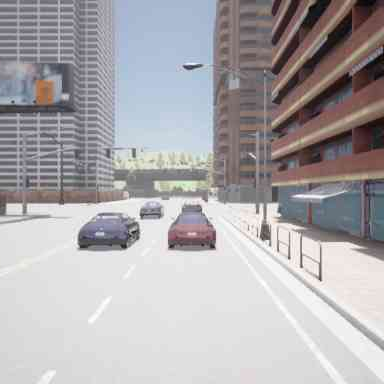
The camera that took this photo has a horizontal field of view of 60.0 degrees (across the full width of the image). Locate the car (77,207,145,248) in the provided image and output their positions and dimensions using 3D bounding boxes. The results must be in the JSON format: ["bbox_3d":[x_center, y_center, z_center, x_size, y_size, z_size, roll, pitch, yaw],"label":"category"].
[{"bbox_3d":[-3.500,1.569,14.650,1.994,1.385,4.181,0,0,0],"label":"car"}]

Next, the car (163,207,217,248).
[{"bbox_3d":[0.000,1.569,14.650,1.994,1.385,4.181,0,0,0],"label":"car"}]

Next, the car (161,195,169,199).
[{"bbox_3d":[-7.000,1.516,87.083,1.812,1.442,4.674,0,0,0],"label":"car"}]

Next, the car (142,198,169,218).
[{"bbox_3d":[-3.500,1.560,29.650,2.033,1.411,5.357,0,0,0],"label":"car"}]

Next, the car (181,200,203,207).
[{"bbox_3d":[0.000,1.492,29.650,2.128,1.511,4.902,0,0,0],"label":"car"}]
